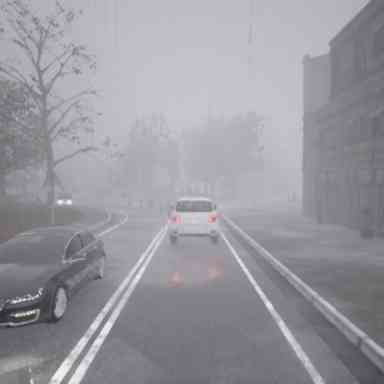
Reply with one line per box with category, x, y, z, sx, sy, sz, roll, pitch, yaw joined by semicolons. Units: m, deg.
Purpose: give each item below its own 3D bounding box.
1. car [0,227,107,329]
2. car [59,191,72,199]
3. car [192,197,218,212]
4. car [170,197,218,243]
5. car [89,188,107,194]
car;-3.339;1.646;7.653;1.837;1.490;4.892;0;1;0
car;-21.870;0.533;57.370;1.895;1.301;4.718;-1;2;-22
car;1.441;1.279;35.052;1.895;1.301;4.718;0;2;13
car;0.086;1.259;16.535;2.150;2.045;5.566;0;1;0
car;-21.178;-0.139;74.835;1.994;1.385;4.181;1;2;30
